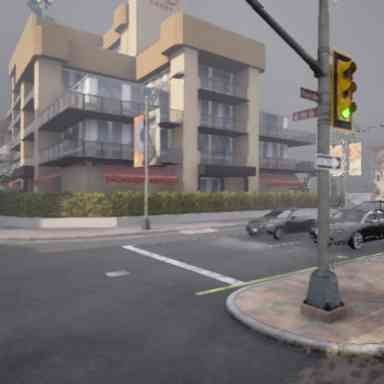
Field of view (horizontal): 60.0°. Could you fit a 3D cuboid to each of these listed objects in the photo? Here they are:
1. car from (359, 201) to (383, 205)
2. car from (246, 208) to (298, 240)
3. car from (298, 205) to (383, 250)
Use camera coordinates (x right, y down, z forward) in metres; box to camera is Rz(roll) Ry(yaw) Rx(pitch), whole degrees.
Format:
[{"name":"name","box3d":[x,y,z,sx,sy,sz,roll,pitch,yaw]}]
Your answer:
[{"name":"car","box3d":[12.235,1.389,22.495,4.553,1.767,2.097,0,0,-35]},{"name":"car","box3d":[4.906,1.548,17.244,4.674,1.442,1.812,0,0,-35]},{"name":"car","box3d":[7.194,1.514,14.581,4.902,1.511,2.128,0,0,-35]}]
